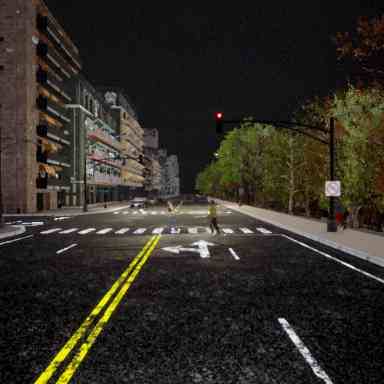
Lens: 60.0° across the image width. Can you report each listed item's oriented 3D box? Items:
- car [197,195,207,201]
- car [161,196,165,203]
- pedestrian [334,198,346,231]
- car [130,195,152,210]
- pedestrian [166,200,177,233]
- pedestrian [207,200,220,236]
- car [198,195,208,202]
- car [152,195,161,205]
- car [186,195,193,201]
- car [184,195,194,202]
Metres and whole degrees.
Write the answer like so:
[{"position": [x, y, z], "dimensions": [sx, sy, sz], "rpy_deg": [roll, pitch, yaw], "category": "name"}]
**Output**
[{"position": [2.525, 1.492, 84.958], "dimensions": [2.128, 1.511, 4.902], "rpy_deg": [0, 0, 0], "category": "car"}, {"position": [-7.126, 1.621, 73.204], "dimensions": [1.895, 1.301, 4.718], "rpy_deg": [0, 0, 0], "category": "car"}, {"position": [7.818, 1.143, 17.783], "dimensions": [0.375, 1.860, 0.375], "rpy_deg": [0, 0, 0], "category": "pedestrian"}, {"position": [-6.975, 1.499, 44.074], "dimensions": [2.128, 1.511, 4.902], "rpy_deg": [0, 0, 0], "category": "car"}, {"position": [-1.157, 1.296, 18.307], "dimensions": [0.375, 1.860, 0.375], "rpy_deg": [0, 0, 0], "category": "pedestrian"}, {"position": [1.096, 1.295, 17.028], "dimensions": [0.375, 1.860, 0.375], "rpy_deg": [0, 0, 0], "category": "pedestrian"}, {"position": [2.614, 1.546, 74.538], "dimensions": [2.128, 1.511, 4.902], "rpy_deg": [0, 0, 0], "category": "car"}, {"position": [-7.071, 1.369, 57.344], "dimensions": [2.097, 1.767, 4.553], "rpy_deg": [0, 0, 0], "category": "car"}, {"position": [-0.724, 1.491, 84.931], "dimensions": [1.812, 1.442, 4.674], "rpy_deg": [0, 0, 0], "category": "car"}, {"position": [-0.636, 1.546, 74.507], "dimensions": [2.128, 1.511, 4.902], "rpy_deg": [0, 0, 0], "category": "car"}]
